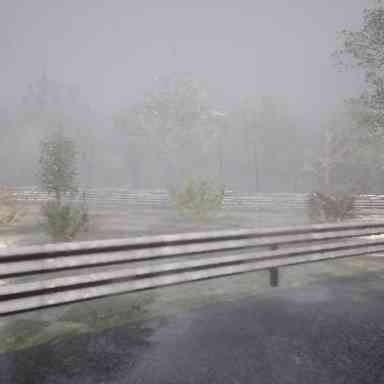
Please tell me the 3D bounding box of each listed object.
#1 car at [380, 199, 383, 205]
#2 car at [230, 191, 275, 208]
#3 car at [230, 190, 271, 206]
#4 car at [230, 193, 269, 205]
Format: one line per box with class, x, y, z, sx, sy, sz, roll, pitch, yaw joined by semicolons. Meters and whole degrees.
car;23.839;1.240;37.377;4.892;1.490;1.837;1;2;6
car;6.495;0.902;35.798;4.902;1.511;2.128;1;2;6
car;6.835;0.668;39.278;4.553;1.767;2.097;1;2;6
car;7.305;0.833;42.751;4.718;1.301;1.895;1;2;6
